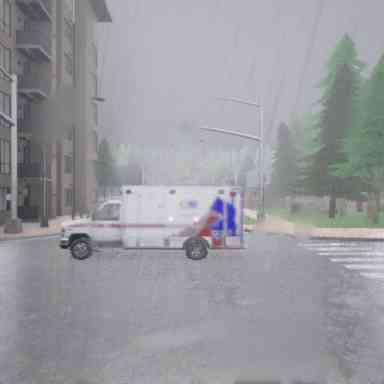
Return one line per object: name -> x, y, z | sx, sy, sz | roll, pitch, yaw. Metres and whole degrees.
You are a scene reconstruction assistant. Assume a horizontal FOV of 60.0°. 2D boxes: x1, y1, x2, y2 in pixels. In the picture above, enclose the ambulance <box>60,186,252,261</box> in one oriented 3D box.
ambulance -> -1.255, 1.027, 11.811 | 6.366, 2.431, 2.351 | 0, 0, -2
